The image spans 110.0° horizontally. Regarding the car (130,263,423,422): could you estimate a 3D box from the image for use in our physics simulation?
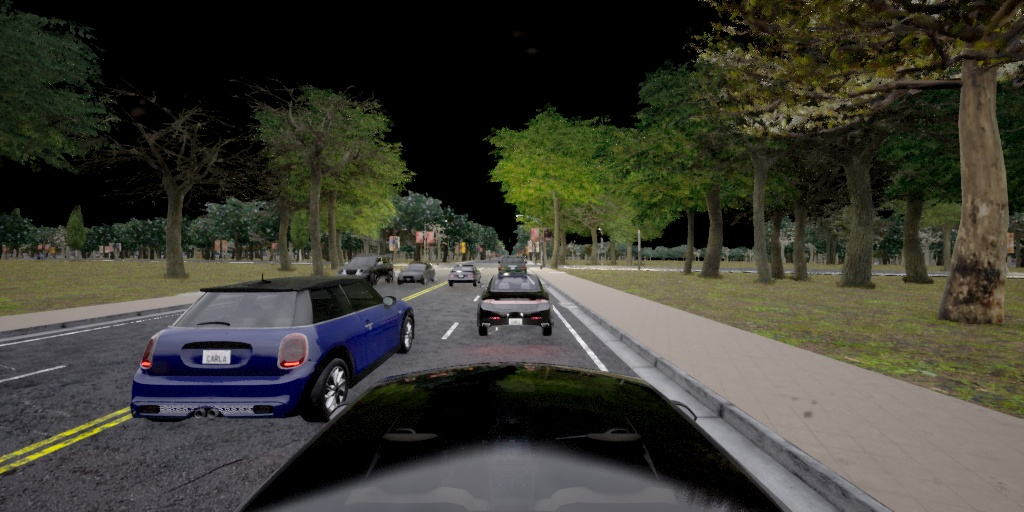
[{"bbox_3d":[-3.158,1.102,5.969,2.097,1.767,4.553,0,0,0],"label":"car"}]

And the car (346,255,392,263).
[{"bbox_3d":[-9.896,0.974,24.702,2.150,2.045,5.566,0,0,0],"label":"car"}]

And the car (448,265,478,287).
[{"bbox_3d":[-3.195,1.301,24.798,2.033,1.411,5.357,0,0,0],"label":"car"}]

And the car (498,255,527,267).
[{"bbox_3d":[0.045,0.979,28.429,2.150,2.045,5.566,0,0,0],"label":"car"}]

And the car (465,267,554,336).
[{"bbox_3d":[0.081,1.242,10.374,2.128,1.511,4.902,0,0,0],"label":"car"}]

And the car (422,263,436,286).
[{"bbox_3d":[-6.648,1.258,25.380,1.837,1.490,4.892,0,0,0],"label":"car"}]
